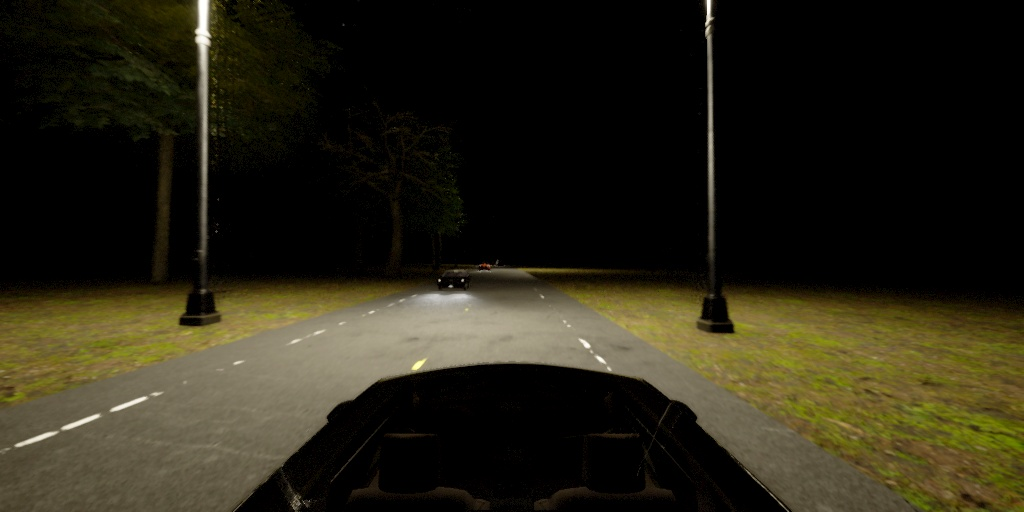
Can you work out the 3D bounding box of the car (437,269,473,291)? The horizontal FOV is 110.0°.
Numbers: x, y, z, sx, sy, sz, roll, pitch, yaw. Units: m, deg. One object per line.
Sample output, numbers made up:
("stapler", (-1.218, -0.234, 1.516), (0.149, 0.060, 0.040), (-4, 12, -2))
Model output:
("car", (-3.801, 1.597, 24.367), (1.895, 1.301, 4.718), (0, -1, -1))
